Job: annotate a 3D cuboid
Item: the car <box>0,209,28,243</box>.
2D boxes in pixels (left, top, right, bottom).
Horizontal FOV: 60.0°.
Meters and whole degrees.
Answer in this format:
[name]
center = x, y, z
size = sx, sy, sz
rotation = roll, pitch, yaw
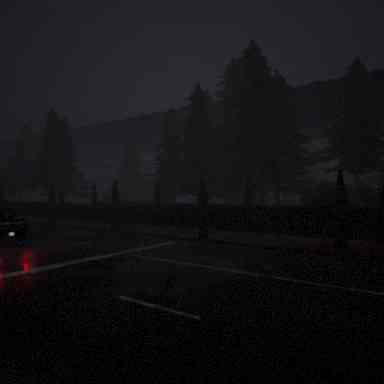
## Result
[car]
center = -9.304, 1.491, 14.926
size = 4.902, 1.511, 2.128
rotation = 0, 0, 36
